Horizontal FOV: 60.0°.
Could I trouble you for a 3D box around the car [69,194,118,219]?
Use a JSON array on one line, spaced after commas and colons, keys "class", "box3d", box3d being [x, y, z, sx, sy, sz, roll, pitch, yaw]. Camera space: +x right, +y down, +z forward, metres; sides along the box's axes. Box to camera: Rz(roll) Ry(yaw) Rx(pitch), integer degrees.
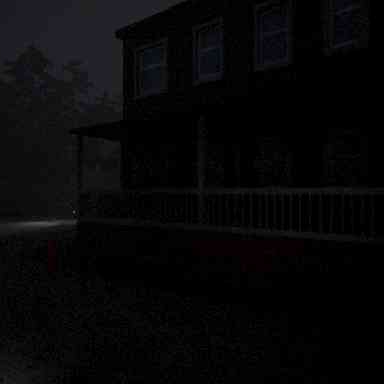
[{"class": "car", "box3d": [-7.697, 1.221, 28.480, 2.150, 2.045, 5.566, 0, 0, 35]}]
